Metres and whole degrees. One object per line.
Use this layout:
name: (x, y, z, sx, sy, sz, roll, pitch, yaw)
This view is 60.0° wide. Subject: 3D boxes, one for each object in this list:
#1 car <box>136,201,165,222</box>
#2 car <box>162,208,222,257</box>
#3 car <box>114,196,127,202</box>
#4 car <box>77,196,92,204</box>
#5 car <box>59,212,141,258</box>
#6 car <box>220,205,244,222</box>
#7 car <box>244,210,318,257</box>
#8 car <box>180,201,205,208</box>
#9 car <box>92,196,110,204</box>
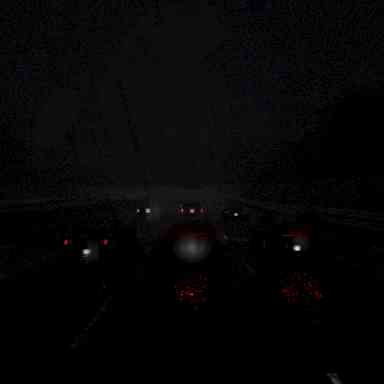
car: (-3.477, 1.574, 28.423, 2.097, 1.767, 4.553, 0, 0, 0)
car: (0.023, 1.616, 13.498, 1.837, 1.490, 4.892, 0, 0, 0)
car: (-14.005, 1.506, 65.311, 1.812, 1.442, 4.674, 0, 1, 0)
car: (-20.998, 1.506, 65.283, 1.812, 1.442, 4.674, 0, 1, 0)
car: (-3.479, 1.708, 13.255, 1.895, 1.301, 4.718, 0, 0, 0)
car: (3.528, 1.788, 28.492, 1.994, 1.385, 4.181, 0, 0, 0)
car: (3.523, 1.616, 13.492, 1.837, 1.490, 4.892, 0, 0, 0)
car: (0.024, 1.574, 28.420, 2.097, 1.767, 4.553, 0, 0, 0)
car: (-17.503, 1.539, 65.311, 1.994, 1.385, 4.181, 0, 1, 0)
